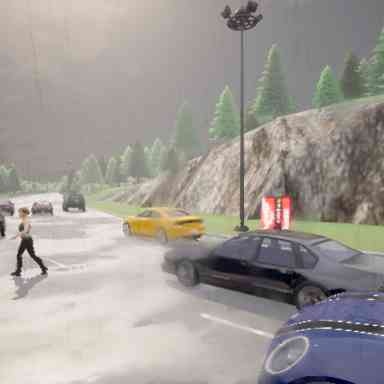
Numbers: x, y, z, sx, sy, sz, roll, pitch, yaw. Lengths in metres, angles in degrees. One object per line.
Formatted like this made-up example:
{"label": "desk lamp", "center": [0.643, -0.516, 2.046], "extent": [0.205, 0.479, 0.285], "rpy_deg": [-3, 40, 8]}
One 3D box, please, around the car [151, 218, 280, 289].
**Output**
{"label": "car", "center": [1.701, 1.548, 7.301], "extent": [5.357, 1.411, 2.033], "rpy_deg": [0, 0, 42]}

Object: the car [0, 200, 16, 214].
{"label": "car", "center": [-18.606, 1.526, 32.859], "extent": [1.812, 1.442, 4.674], "rpy_deg": [0, 0, -25]}

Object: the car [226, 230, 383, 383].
{"label": "car", "center": [2.778, 1.351, 2.340], "extent": [4.553, 1.767, 2.097], "rpy_deg": [0, 0, 35]}

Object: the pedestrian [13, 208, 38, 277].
{"label": "pedestrian", "center": [-4.380, 1.294, 8.748], "extent": [0.375, 1.860, 0.375], "rpy_deg": [0, 0, -43]}

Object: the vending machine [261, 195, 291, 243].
{"label": "vending machine", "center": [3.882, 1.195, 15.396], "extent": [1.100, 2.100, 0.880], "rpy_deg": [0, 0, -44]}

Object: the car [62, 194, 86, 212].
{"label": "car", "center": [-14.143, 1.220, 39.786], "extent": [2.150, 2.045, 5.566], "rpy_deg": [0, 0, -26]}

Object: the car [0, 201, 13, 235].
{"label": "car", "center": [-11.164, 1.491, 18.053], "extent": [2.128, 1.511, 4.902], "rpy_deg": [0, 0, -30]}

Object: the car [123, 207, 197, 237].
{"label": "car", "center": [-1.506, 1.477, 15.913], "extent": [1.882, 1.535, 5.008], "rpy_deg": [0, 0, -39]}

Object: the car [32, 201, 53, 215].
{"label": "car", "center": [-15.221, 1.601, 33.879], "extent": [1.895, 1.301, 4.718], "rpy_deg": [0, 0, -25]}
